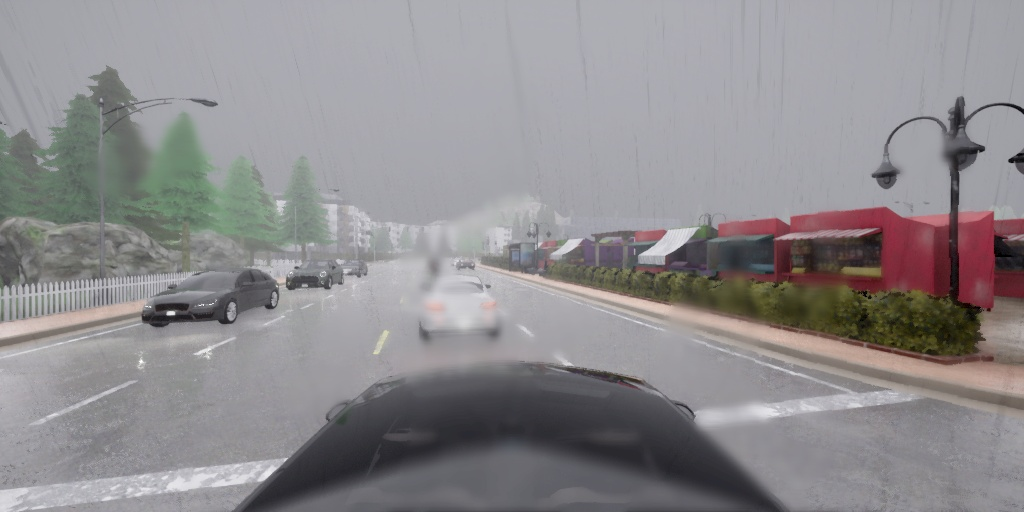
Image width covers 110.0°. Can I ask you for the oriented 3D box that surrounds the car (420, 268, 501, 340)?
[{"bbox_3d":[-1.487,1.225,9.761,1.812,1.442,4.674,0,0,-12],"label":"car"}]

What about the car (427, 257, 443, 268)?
[{"bbox_3d":[-10.919,0.897,50.798,1.837,1.490,4.892,0,0,-13],"label":"car"}]

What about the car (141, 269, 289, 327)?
[{"bbox_3d":[-9.201,1.190,11.465,1.837,1.490,4.892,0,0,-13],"label":"car"}]

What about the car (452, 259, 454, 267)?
[{"bbox_3d":[-7.706,0.905,52.624,1.812,1.442,4.674,0,0,-13],"label":"car"}]

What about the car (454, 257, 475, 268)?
[{"bbox_3d":[-5.677,1.047,43.744,1.895,1.301,4.718,0,0,-13],"label":"car"}]

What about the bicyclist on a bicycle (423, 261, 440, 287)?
[{"bbox_3d":[-4.333,1.078,19.607,0.582,1.620,1.656,0,1,25],"label":"bicyclist on a bicycle"}]

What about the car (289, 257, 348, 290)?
[{"bbox_3d":[-11.417,0.965,21.062,2.097,1.767,4.553,0,0,-13],"label":"car"}]

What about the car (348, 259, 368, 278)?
[{"bbox_3d":[-13.627,1.033,30.681,2.128,1.511,4.902,0,0,-13],"label":"car"}]
